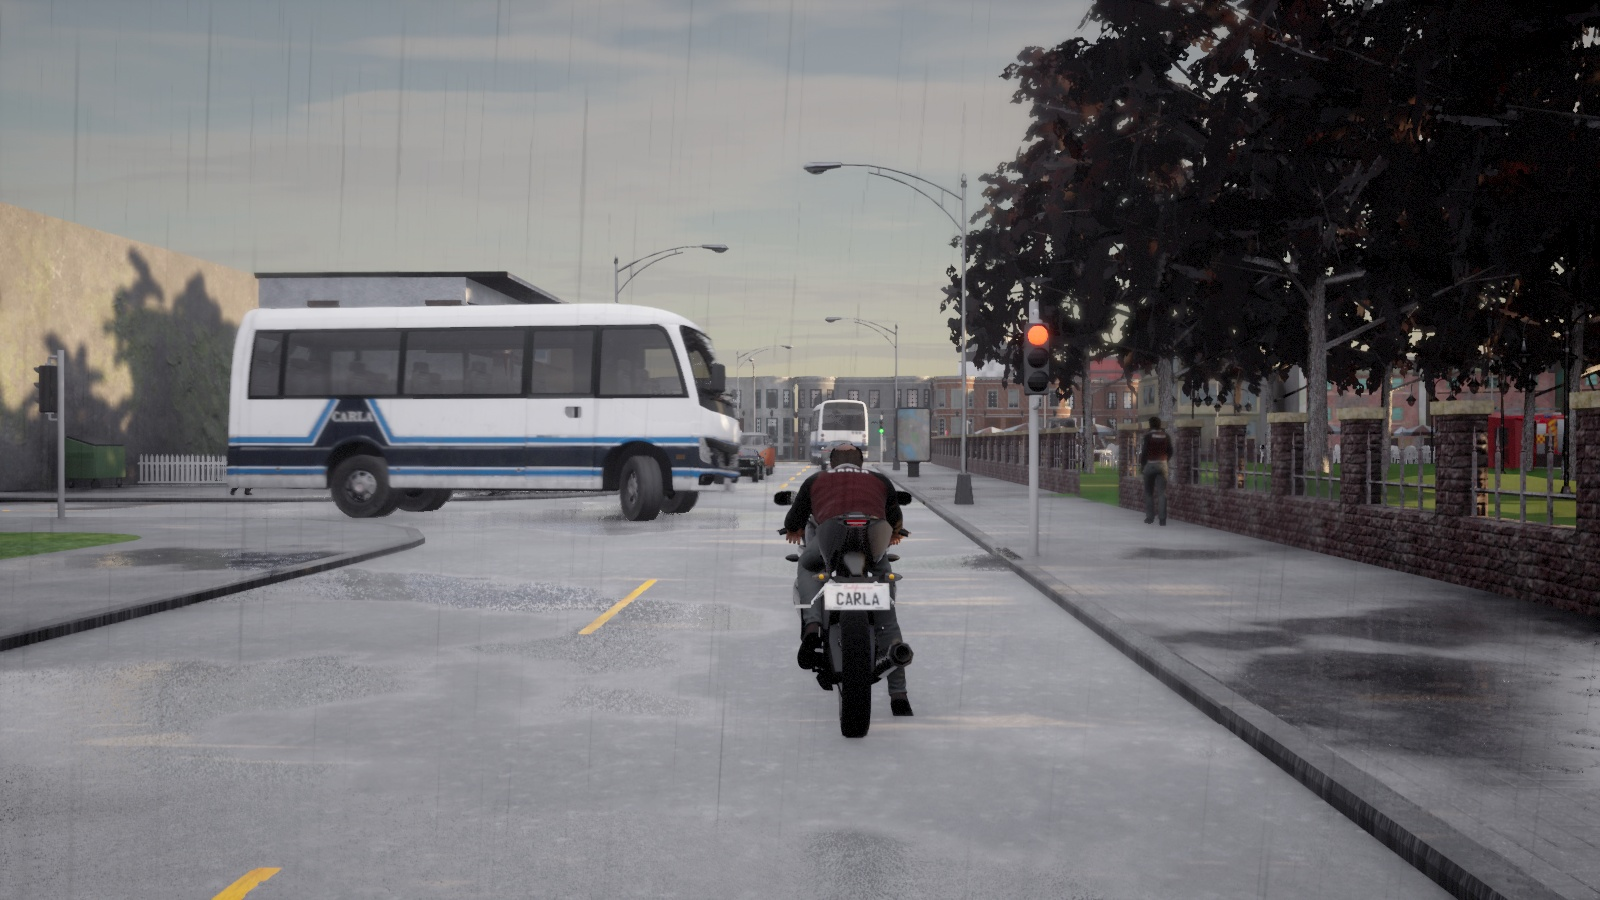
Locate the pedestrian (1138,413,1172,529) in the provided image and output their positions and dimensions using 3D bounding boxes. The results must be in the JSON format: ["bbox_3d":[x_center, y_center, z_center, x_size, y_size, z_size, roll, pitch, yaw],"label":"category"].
[{"bbox_3d":[5.996,0.341,21.221,0.402,1.930,0.666,0,0,2],"label":"pedestrian"}]

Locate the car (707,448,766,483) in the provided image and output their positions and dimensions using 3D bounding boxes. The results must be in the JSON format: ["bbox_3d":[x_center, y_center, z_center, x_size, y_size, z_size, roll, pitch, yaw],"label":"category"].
[{"bbox_3d":[-2.426,0.568,49.116,1.895,1.301,4.718,0,0,2],"label":"car"}]

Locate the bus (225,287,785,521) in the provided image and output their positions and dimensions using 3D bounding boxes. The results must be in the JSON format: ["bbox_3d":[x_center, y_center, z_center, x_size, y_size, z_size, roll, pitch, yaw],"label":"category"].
[{"bbox_3d":[-5.737,-0.778,25.554,10.273,4.253,3.944,0,-3,9],"label":"bus"}]

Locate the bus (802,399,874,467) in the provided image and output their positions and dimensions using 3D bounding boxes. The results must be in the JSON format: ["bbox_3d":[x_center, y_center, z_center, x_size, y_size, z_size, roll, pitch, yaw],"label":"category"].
[{"bbox_3d":[2.466,-1.113,85.952,3.944,4.253,10.273,1,0,-3],"label":"bus"}]

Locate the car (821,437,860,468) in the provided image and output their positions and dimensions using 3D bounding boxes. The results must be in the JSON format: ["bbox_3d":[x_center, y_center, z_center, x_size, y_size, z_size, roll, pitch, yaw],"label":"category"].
[{"bbox_3d":[2.276,0.127,70.768,2.152,1.651,5.027,0,0,2],"label":"car"}]

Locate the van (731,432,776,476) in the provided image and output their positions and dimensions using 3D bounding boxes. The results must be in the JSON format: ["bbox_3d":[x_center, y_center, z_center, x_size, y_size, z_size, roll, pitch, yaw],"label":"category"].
[{"bbox_3d":[-2.134,0.169,58.141,1.775,1.987,4.442,0,0,2],"label":"van"}]

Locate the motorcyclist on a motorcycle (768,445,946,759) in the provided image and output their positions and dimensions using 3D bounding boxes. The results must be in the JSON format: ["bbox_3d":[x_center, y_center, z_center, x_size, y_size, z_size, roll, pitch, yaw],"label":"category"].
[{"bbox_3d":[0.271,0.741,7.237,0.866,1.530,2.191,0,0,0],"label":"motorcyclist on a motorcycle"}]

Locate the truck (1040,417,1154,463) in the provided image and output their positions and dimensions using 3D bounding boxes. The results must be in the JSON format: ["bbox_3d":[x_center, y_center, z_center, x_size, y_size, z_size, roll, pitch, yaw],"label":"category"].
[{"bbox_3d":[22.212,-0.750,94.248,7.936,3.462,2.891,0,0,2],"label":"truck"}]

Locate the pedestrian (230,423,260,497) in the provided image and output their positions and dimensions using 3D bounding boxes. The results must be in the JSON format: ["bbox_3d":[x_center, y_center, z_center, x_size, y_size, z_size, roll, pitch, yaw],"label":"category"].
[{"bbox_3d":[-14.707,0.256,33.272,0.692,1.930,0.395,0,0,28],"label":"pedestrian"}]
